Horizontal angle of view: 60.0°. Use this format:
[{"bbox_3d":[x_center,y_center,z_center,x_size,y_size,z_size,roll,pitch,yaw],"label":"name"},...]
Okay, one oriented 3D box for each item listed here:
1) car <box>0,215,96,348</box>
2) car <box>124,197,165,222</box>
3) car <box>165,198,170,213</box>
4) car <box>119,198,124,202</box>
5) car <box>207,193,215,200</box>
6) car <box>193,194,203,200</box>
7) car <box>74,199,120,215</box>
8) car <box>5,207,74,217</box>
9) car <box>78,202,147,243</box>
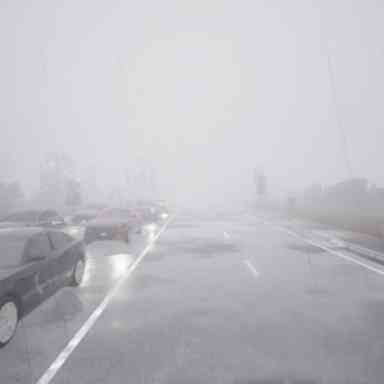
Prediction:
[{"bbox_3d":[-3.597,1.465,6.450,1.882,1.535,5.008,0,0,0],"label":"car"},{"bbox_3d":[-3.570,1.302,25.830,2.097,1.767,4.553,0,0,0],"label":"car"},{"bbox_3d":[-3.539,1.407,36.514,1.882,1.535,5.008,0,0,0],"label":"car"},{"bbox_3d":[-7.049,1.411,34.463,1.882,1.535,5.008,0,0,0],"label":"car"},{"bbox_3d":[4.896,1.352,86.784,2.128,1.511,4.902,0,0,4],"label":"car"},{"bbox_3d":[1.371,1.366,86.571,2.033,1.411,5.357,0,0,4],"label":"car"},{"bbox_3d":[-7.077,1.500,24.417,2.033,1.411,5.357,0,0,0],"label":"car"},{"bbox_3d":[-7.095,1.477,14.576,1.837,1.490,4.892,0,0,0],"label":"car"},{"bbox_3d":[-3.594,1.447,16.029,1.882,1.535,5.008,0,0,0],"label":"car"}]
